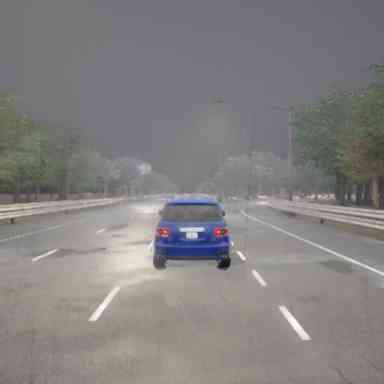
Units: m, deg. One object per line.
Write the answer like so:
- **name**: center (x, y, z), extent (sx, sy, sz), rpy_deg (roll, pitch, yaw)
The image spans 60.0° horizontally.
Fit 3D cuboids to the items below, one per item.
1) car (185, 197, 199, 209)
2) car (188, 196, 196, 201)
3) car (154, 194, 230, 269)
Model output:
- **car**: center (0.002, 1.520, 47.235), extent (1.837, 1.490, 4.892), rpy_deg (0, 0, 0)
- **car**: center (0.003, 1.596, 82.515), extent (1.994, 1.385, 4.181), rpy_deg (0, 0, 0)
- **car**: center (0.001, 1.225, 11.328), extent (2.150, 2.045, 5.566), rpy_deg (0, 0, 0)
